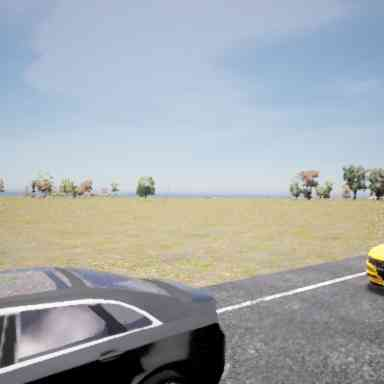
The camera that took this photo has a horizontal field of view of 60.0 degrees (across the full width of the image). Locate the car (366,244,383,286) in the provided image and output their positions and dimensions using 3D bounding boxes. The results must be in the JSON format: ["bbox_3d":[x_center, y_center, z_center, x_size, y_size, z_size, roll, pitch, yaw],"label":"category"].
[{"bbox_3d":[6.458,1.573,8.588,5.008,1.535,1.882,1,0,-35],"label":"car"}]

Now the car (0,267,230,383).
[{"bbox_3d":[-1.888,1.491,2.654,4.902,1.511,2.128,1,0,-37],"label":"car"}]
